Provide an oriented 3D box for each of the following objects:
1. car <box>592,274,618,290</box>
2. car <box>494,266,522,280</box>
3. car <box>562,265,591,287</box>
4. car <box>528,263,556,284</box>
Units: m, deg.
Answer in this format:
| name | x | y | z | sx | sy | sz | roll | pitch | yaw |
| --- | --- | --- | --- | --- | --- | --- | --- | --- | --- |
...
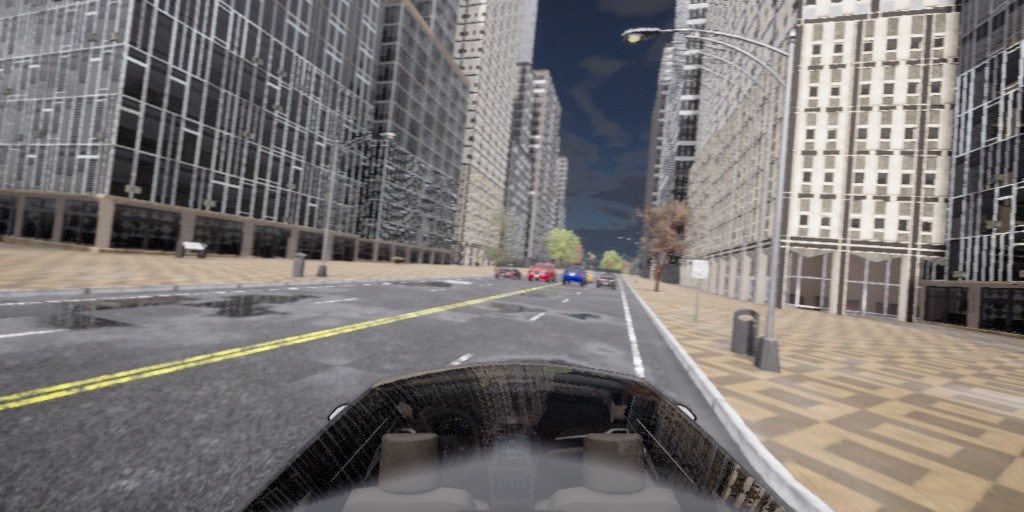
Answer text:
| name | x | y | z | sx | sy | sz | roll | pitch | yaw |
| --- | --- | --- | --- | --- | --- | --- | --- | --- | --- |
| car | 10.011 | 2.665 | 37.884 | 2.128 | 1.511 | 4.902 | 5 | -1 | 17 |
| car | -0.337 | 1.752 | 37.550 | 1.994 | 1.385 | 4.181 | 5 | -1 | 17 |
| car | 6.798 | 2.097 | 38.363 | 2.150 | 2.045 | 5.566 | 5 | -1 | 17 |
| car | 3.299 | 1.766 | 38.299 | 2.150 | 2.045 | 5.566 | 5 | -1 | 17 |
